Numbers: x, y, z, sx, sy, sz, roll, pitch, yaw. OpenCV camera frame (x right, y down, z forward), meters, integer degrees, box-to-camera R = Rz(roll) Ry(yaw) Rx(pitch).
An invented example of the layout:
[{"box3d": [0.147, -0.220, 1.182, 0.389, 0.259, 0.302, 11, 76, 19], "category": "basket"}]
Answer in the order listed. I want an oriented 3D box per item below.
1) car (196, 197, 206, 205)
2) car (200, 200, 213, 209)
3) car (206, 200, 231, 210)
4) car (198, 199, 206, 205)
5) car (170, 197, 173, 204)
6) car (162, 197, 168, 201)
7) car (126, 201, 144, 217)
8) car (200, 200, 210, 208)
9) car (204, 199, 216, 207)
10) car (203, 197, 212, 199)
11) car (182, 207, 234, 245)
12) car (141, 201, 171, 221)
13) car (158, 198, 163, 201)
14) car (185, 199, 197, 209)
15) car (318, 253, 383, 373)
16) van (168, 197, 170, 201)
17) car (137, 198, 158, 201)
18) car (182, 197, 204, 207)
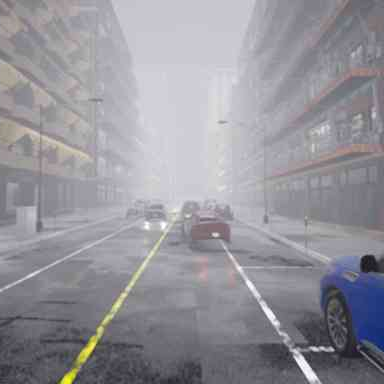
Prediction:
[{"box3d": [2.302, 2.208, 85.165, 2.192, 1.841, 5.009, 1, -1, 0], "category": "car"}, {"box3d": [2.431, 2.158, 57.462, 2.008, 1.369, 4.403, 1, -1, 0], "category": "car"}, {"box3d": [2.566, 1.759, 29.763, 1.967, 1.590, 4.097, 1, -1, 0], "category": "car"}, {"box3d": [2.324, 2.381, 79.622, 1.887, 1.381, 4.507, 1, -1, 0], "category": "car"}, {"box3d": [-6.106, 2.266, 90.612, 2.192, 1.841, 5.009, 1, -1, 0], "category": "car"}, {"box3d": [-5.945, 1.924, 57.371, 2.192, 1.841, 5.009, 1, -1, 0], "category": "car"}, {"box3d": [-5.843, 1.929, 35.209, 2.008, 1.369, 4.403, 1, -1, 0], "category": "car"}, {"box3d": [2.404, 2.192, 63.172, 1.752, 1.417, 4.829, 1, -1, 0], "category": "car"}, {"box3d": [2.511, 1.980, 40.842, 1.887, 1.381, 4.507, 1, -1, 0], "category": "car"}, {"box3d": [2.488, 1.808, 46.384, 2.192, 1.841, 5.009, 1, -1, 0], "category": "car"}, {"box3d": [0.651, 1.705, 16.678, 1.812, 1.442, 4.674, 0, -1, -9], "category": "car"}, {"box3d": [-3.244, 1.837, 30.973, 1.837, 1.490, 4.892, 0, -1, 0], "category": "car"}, {"box3d": [-5.922, 2.075, 51.660, 1.752, 1.417, 4.829, 1, -1, 0], "category": "car"}, {"box3d": [-0.180, 2.100, 58.842, 1.882, 1.535, 5.008, 0, -1, 0], "category": "car"}, {"box3d": [3.096, 1.261, 2.965, 2.150, 2.045, 5.566, 0, -1, 0], "category": "car"}, {"box3d": [-5.999, 2.065, 68.451, 1.690, 1.788, 3.998, 1, -1, 0], "category": "van"}, {"box3d": [-5.865, 1.751, 40.751, 2.192, 1.841, 5.009, 1, -1, 0], "category": "car"}, {"box3d": [-0.084, 1.758, 38.124, 2.097, 1.767, 4.553, 0, -1, 0], "category": "car"}]
